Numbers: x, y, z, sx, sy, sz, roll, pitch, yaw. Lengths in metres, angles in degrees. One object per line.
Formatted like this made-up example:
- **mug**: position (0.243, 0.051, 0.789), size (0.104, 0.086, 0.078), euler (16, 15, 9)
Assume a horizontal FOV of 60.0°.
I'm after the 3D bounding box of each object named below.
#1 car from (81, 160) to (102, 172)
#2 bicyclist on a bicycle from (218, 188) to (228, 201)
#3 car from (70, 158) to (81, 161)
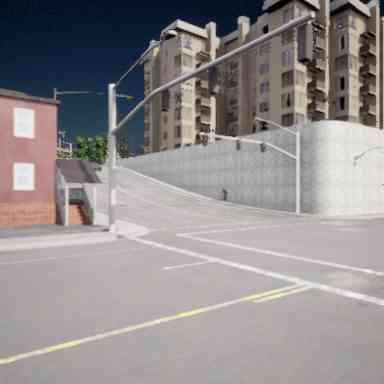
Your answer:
- **car**: position (-16.611, -4.329, 55.930), size (1.994, 1.385, 4.181), euler (0, 12, -35)
- **bicyclist on a bicycle**: position (3.840, 0.328, 40.100), size (1.656, 1.620, 0.582), euler (0, 6, -35)
- **car**: position (-22.481, -5.878, 63.998), size (1.994, 1.385, 4.181), euler (0, 5, -36)
